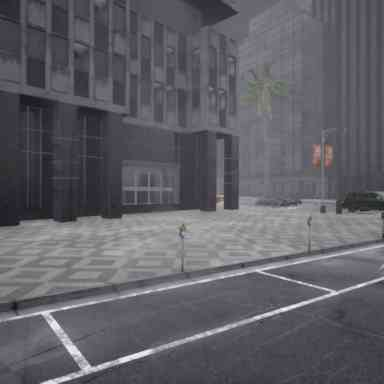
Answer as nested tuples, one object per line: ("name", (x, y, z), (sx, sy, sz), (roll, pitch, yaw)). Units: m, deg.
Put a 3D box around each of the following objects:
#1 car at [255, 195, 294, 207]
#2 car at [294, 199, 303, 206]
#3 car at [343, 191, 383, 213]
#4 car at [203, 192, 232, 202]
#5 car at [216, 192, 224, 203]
("car", (9.708, 1.096, 40.266), (1.994, 1.385, 4.181), (0, 1, -35))
("car", (11.620, 1.063, 43.176), (2.033, 1.411, 5.357), (0, 1, -35))
("car", (16.707, 0.963, 30.381), (2.150, 2.045, 5.566), (0, 1, -35))
("car", (4.106, 0.773, 53.815), (1.882, 1.535, 5.008), (0, 1, -35))
("car", (2.451, 0.821, 50.518), (1.837, 1.490, 4.892), (0, 1, -35))
